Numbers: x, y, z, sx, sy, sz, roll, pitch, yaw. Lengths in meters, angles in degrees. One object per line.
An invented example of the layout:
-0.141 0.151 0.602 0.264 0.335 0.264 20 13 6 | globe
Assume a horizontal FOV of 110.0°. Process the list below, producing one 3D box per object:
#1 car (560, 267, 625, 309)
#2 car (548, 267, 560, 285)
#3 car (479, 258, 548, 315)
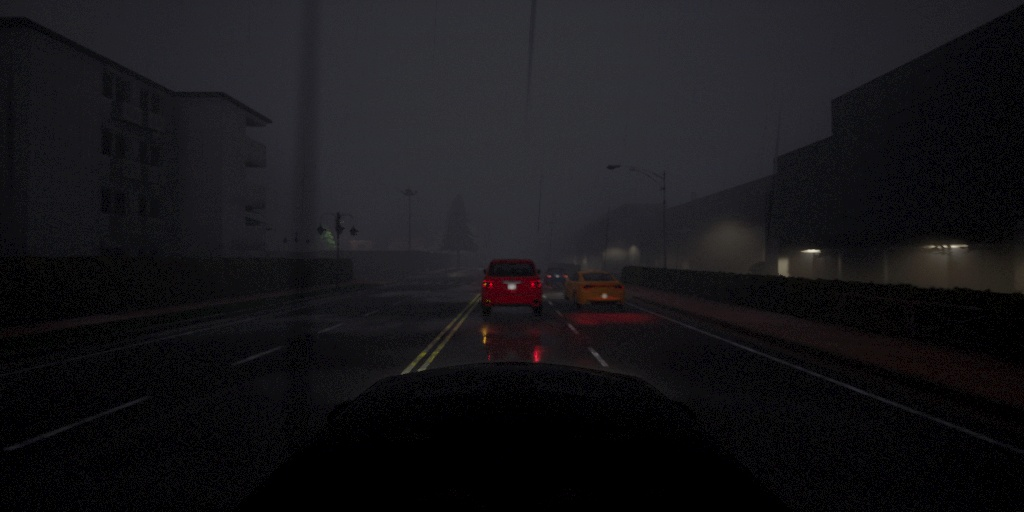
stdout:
3.526 1.386 16.045 1.882 1.535 5.008 0 0 0 | car
3.680 1.602 29.305 2.033 1.411 5.357 0 -1 6 | car
0.009 1.115 14.406 2.150 2.045 5.566 0 0 0 | car
